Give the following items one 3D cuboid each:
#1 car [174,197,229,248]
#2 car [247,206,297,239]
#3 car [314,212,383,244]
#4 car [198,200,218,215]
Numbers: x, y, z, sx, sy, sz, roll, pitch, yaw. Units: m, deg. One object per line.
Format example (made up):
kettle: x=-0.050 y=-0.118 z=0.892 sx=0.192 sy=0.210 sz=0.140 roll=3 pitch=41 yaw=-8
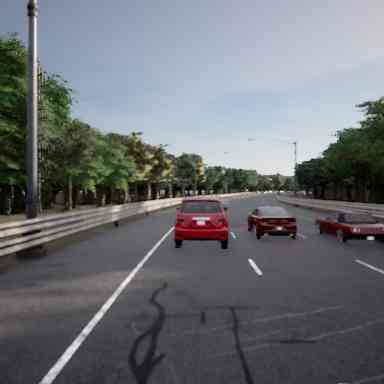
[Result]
car: x=0.445 y=1.234 z=15.021 sx=2.150 sy=2.045 sz=5.566 roll=0 pitch=0 yaw=2
car: x=4.061 y=1.495 z=17.500 sx=1.882 sy=1.535 sz=5.008 roll=0 pitch=0 yaw=3
car: x=7.489 y=1.619 z=15.994 sx=1.895 sy=1.301 sz=4.718 roll=0 pitch=0 yaw=2
car: x=1.792 y=1.595 z=35.578 sx=1.994 sy=1.385 sz=4.181 roll=0 pitch=0 yaw=5
